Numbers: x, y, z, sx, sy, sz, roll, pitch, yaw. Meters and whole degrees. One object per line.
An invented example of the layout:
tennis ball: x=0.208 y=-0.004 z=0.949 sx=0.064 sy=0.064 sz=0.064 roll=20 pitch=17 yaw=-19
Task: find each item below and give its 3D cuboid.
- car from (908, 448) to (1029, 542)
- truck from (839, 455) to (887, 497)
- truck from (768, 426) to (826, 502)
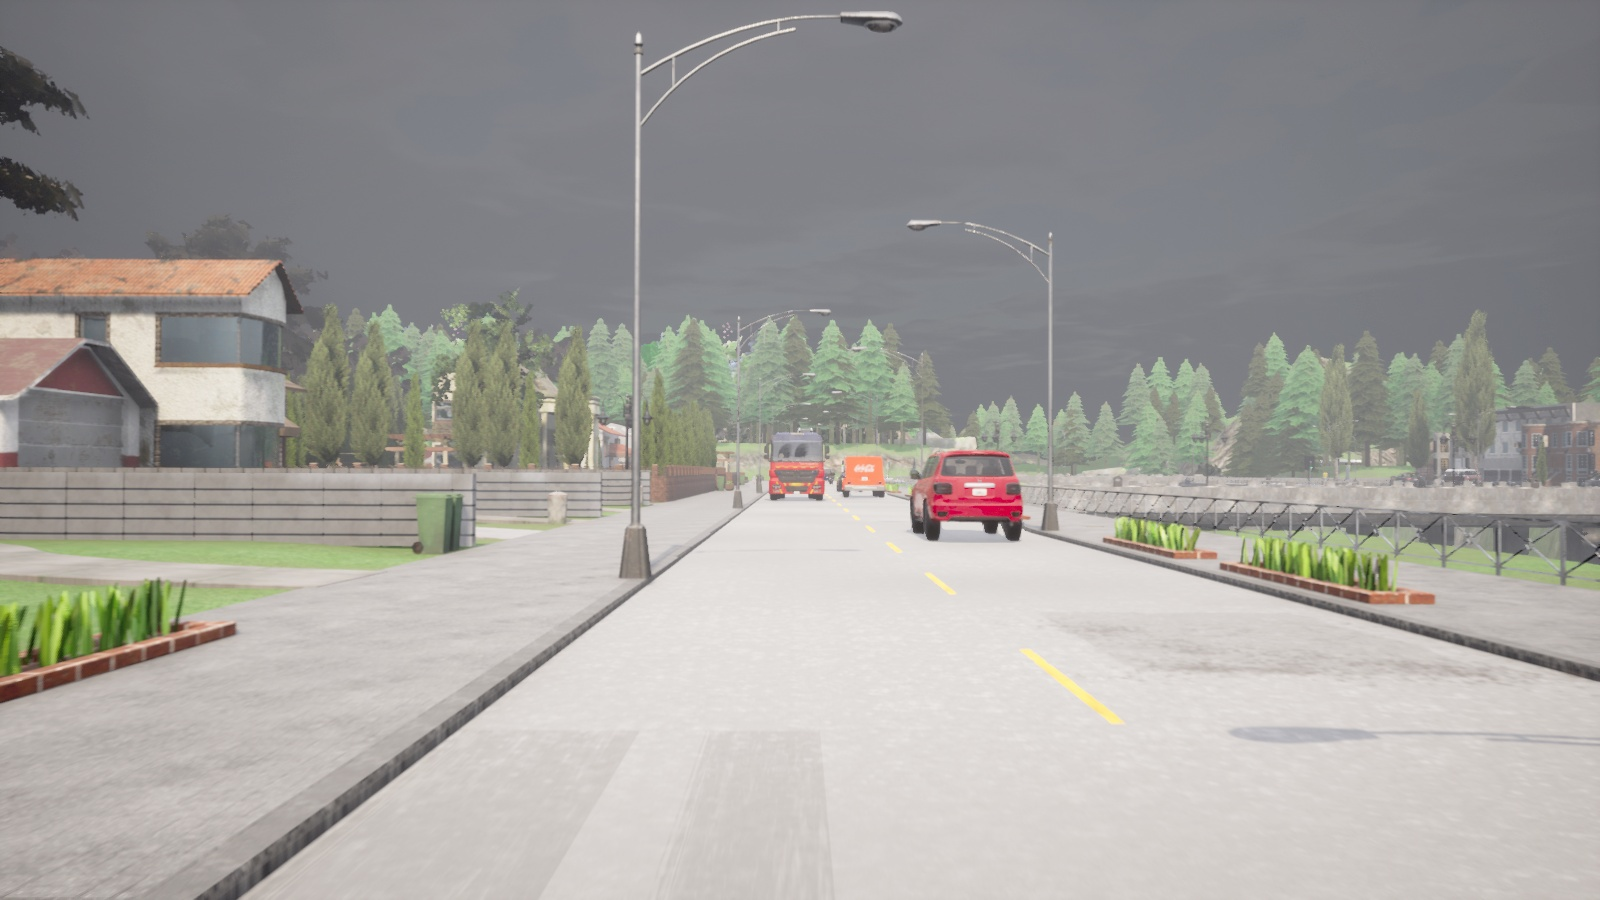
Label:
car: x=3.928 y=1.024 z=30.263 sx=2.150 sy=2.045 sz=5.566 roll=0 pitch=-1 yaw=0
truck: x=3.818 y=1.599 z=76.852 sx=2.627 sy=2.467 sz=5.204 roll=0 pitch=-1 yaw=0
truck: x=-0.165 y=0.790 z=68.042 sx=2.891 sy=3.827 sz=8.468 roll=0 pitch=-1 yaw=0
